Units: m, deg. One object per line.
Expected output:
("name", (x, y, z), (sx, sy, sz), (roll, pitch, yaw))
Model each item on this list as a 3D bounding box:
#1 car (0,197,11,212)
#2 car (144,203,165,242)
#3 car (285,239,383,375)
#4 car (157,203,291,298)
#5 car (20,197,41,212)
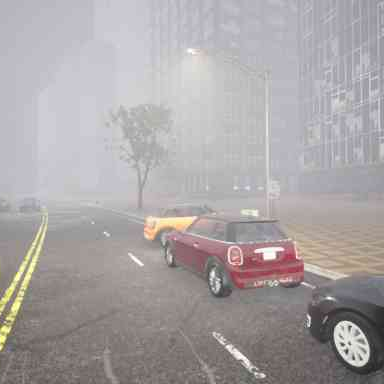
("car", (-22.069, 1.389, 37.989), (2.097, 1.767, 4.553), (0, 0, -24))
("car", (0.220, 1.277, 14.644), (4.553, 1.767, 2.097), (-3, 1, -18))
("car", (3.584, 1.505, 3.473), (1.837, 1.490, 4.892), (0, 0, -36))
("car", (0.812, 1.355, 8.925), (2.097, 1.767, 4.553), (0, 0, -23))
("car", (-19.109, 1.392, 39.331), (2.097, 1.767, 4.553), (0, 0, -24))
